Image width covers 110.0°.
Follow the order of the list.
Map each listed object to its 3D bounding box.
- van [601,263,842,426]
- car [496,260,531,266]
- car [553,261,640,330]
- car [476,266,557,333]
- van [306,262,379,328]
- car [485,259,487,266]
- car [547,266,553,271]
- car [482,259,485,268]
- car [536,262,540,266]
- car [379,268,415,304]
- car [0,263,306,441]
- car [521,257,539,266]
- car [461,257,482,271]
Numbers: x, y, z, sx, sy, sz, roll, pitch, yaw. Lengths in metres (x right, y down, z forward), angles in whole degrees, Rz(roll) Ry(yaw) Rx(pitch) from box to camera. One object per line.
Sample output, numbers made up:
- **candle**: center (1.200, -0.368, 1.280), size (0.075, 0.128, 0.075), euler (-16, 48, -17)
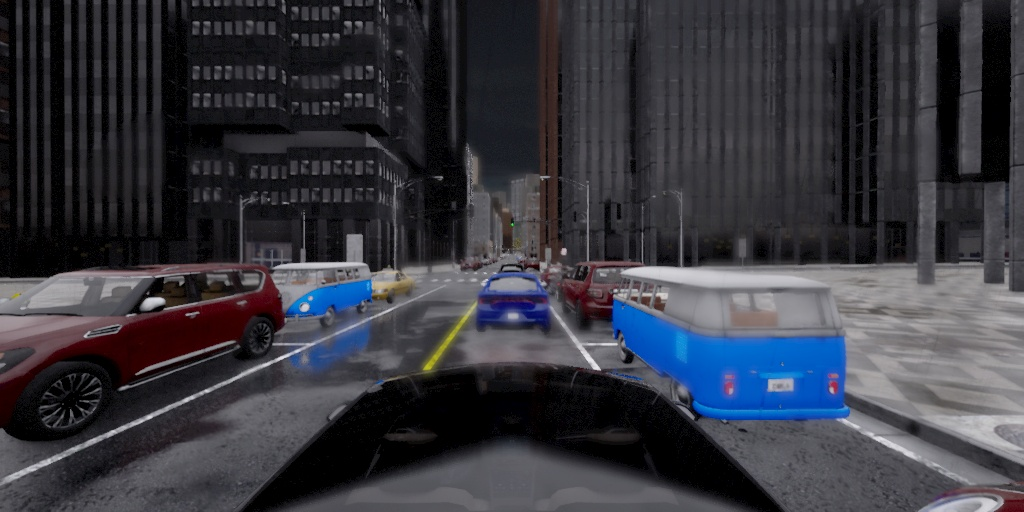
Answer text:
- **van**: center (2.764, 1.089, 5.532), size (1.690, 1.789, 3.998), euler (0, 0, 0)
- **car**: center (0.013, 1.250, 22.737), size (1.837, 1.490, 4.892), euler (0, 1, 1)
- **car**: center (2.760, 1.060, 11.058), size (2.192, 1.841, 5.009), euler (0, 0, 0)
- **car**: center (0.056, 1.223, 10.730), size (1.882, 1.535, 5.008), euler (0, 0, 1)
- **van**: center (-5.770, 1.086, 11.066), size (1.690, 1.789, 3.998), euler (0, 0, 0)
- **car**: center (-5.795, 1.322, 60.440), size (1.948, 1.339, 4.313), euler (0, 0, 0)
- **car**: center (2.756, 1.294, 16.583), size (2.007, 1.370, 4.403), euler (0, 0, 0)
- **car**: center (-5.792, 1.067, 54.797), size (2.192, 1.841, 5.009), euler (0, 0, 0)
- **car**: center (2.751, 1.288, 22.109), size (1.888, 1.381, 4.507), euler (0, 0, 0)
- **car**: center (-5.772, 1.269, 16.420), size (1.751, 1.417, 4.829), euler (0, 0, 0)
- **car**: center (-5.767, 1.063, 5.541), size (2.192, 1.841, 5.009), euler (0, 0, 0)
- **car**: center (2.736, 1.063, 49.149), size (2.192, 1.841, 5.009), euler (0, 0, 0)
- **car**: center (-5.789, 1.063, 49.154), size (2.192, 1.841, 5.009), euler (0, 0, 0)
